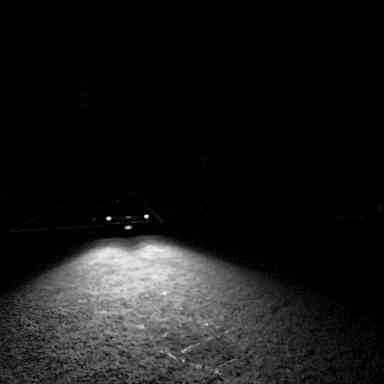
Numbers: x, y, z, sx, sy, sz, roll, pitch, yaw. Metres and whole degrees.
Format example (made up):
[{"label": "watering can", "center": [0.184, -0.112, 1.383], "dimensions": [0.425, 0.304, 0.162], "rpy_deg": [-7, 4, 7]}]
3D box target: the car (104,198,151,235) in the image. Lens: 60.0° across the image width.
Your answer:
[{"label": "car", "center": [-2.953, 0.982, 15.009], "dimensions": [1.895, 1.301, 4.718], "rpy_deg": [-2, 3, -12]}]
